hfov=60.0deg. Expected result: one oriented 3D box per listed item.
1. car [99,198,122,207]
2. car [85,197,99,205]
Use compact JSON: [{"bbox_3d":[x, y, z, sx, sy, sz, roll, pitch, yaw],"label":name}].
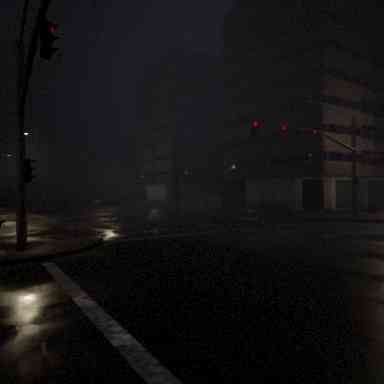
[{"bbox_3d":[-13.219,1.698,54.612,1.895,1.301,4.718,-1,0,-32],"label":"car"},{"bbox_3d":[-18.623,1.697,62.956,2.033,1.411,5.357,-1,0,-33],"label":"car"}]
